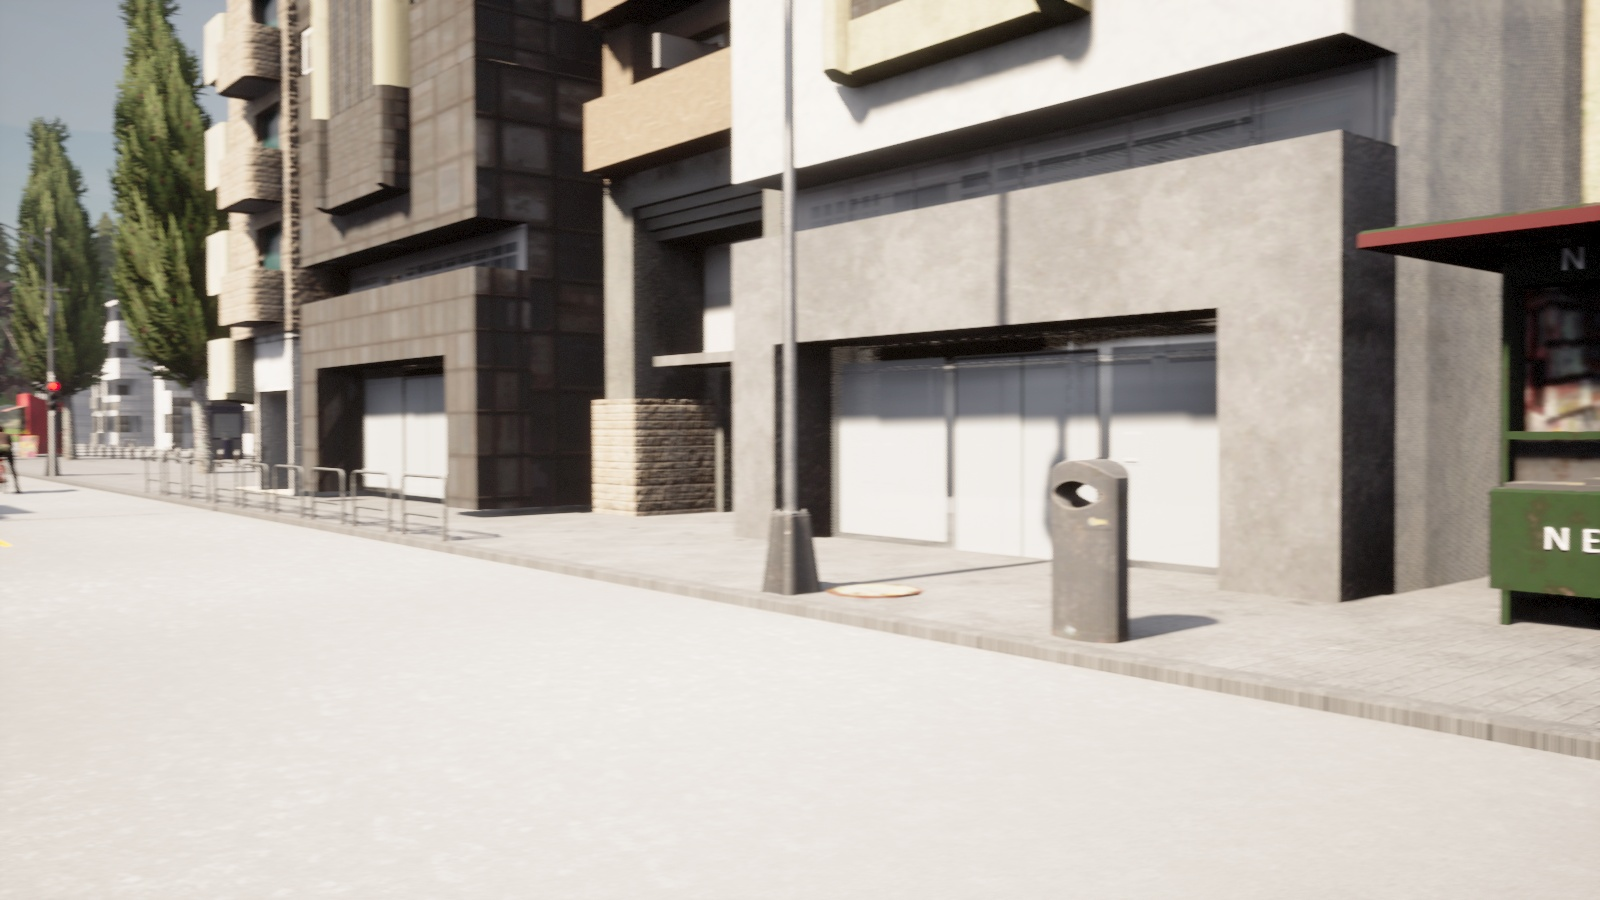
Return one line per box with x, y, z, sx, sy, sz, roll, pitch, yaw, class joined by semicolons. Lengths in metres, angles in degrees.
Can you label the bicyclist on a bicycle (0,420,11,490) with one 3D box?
-19.097;0.104;29.639;0.582;1.620;1.656;-1;1;-40;bicyclist on a bicycle
